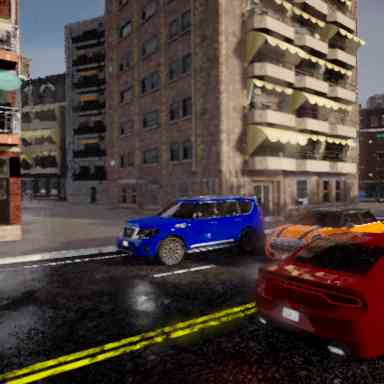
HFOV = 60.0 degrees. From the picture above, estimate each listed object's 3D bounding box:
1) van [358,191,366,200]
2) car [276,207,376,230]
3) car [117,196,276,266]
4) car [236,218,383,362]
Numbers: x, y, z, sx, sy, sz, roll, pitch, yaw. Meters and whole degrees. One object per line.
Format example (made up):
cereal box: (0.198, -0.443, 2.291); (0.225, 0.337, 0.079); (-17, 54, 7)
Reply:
van: (30.850, 0.665, 63.158); (3.998, 1.788, 1.690); (1, 0, 21)
car: (4.528, 1.318, 11.023); (4.553, 1.767, 2.097); (0, 0, -36)
car: (0.188, 1.202, 11.849); (5.566, 2.045, 2.150); (-1, 0, -36)
car: (3.309, 1.455, 5.857); (5.008, 1.535, 1.882); (0, 0, -36)
